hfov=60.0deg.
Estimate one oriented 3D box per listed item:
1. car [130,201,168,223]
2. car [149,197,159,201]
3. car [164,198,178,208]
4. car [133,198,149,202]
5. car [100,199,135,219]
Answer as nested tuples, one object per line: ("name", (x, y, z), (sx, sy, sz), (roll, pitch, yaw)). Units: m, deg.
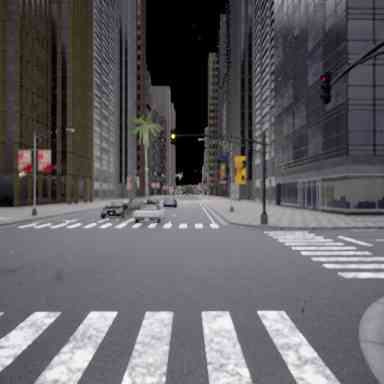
("car", (-3.178, 1.600, 25.561), (1.895, 1.301, 4.718), (0, 0, 0))
("car", (-6.614, 1.594, 55.773), (2.033, 1.411, 5.357), (0, 0, 0))
("car", (-3.206, 1.596, 49.708), (1.994, 1.385, 4.181), (0, 0, 0))
("car", (-6.635, 1.517, 39.261), (1.837, 1.490, 4.892), (0, 0, 0))
("car", (-6.617, 1.566, 29.320), (1.994, 1.385, 4.181), (0, 0, 1))
